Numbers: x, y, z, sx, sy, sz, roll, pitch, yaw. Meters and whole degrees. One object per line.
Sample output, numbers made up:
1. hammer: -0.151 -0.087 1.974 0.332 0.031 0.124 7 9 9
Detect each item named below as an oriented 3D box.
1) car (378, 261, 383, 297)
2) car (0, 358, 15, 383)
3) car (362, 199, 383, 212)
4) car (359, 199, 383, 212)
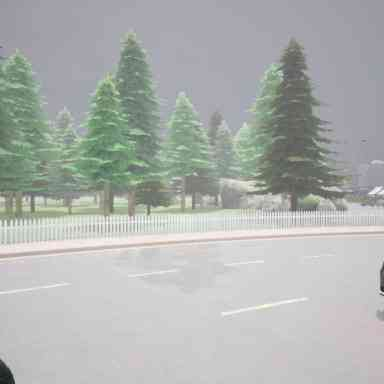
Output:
1. car: 5.722 1.492 6.151 4.902 1.511 2.128 0 0 -23
2. car: -3.389 1.478 1.145 5.008 1.535 1.882 0 0 -37
3. car: 23.187 1.581 41.124 1.812 1.442 4.674 0 0 -3
4. car: 19.981 1.619 36.076 1.994 1.385 4.181 0 0 -3
